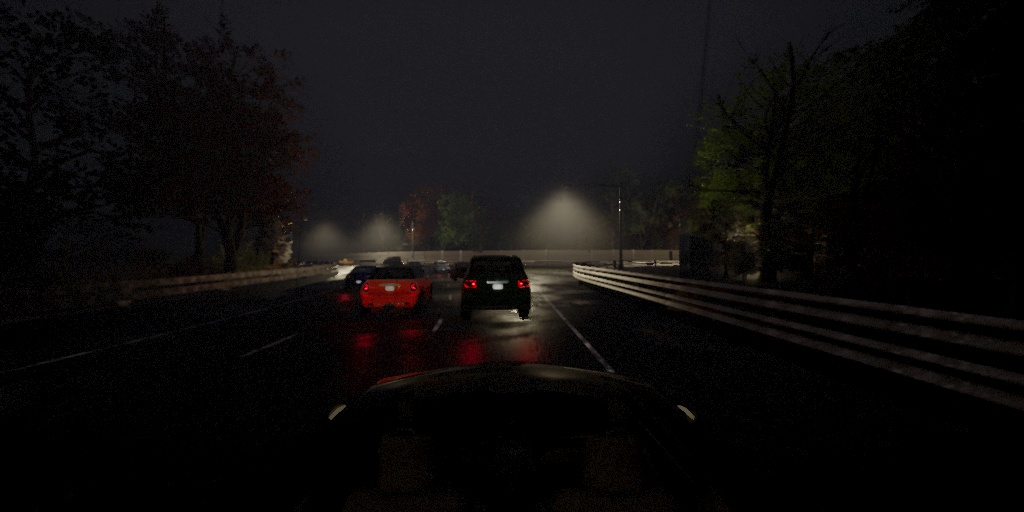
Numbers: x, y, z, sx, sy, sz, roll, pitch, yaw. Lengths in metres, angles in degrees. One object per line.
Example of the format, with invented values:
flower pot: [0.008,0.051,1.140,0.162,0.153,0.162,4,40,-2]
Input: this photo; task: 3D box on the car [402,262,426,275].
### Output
car: [-11.411,1.396,41.596,2.033,1.411,5.357,0,0,-22]

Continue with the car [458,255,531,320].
car: [-0.702,0.991,13.039,2.150,2.045,5.566,0,0,-6]

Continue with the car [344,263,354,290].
car: [-9.472,1.339,23.243,1.812,1.442,4.674,0,0,-12]

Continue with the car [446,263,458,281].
car: [-4.276,1.287,30.967,1.882,1.535,5.008,0,0,-15]

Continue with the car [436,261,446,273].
car: [-9.005,1.371,44.739,1.812,1.442,4.674,0,0,-22]

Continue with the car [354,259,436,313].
car: [-4.428,1.136,14.367,2.097,1.767,4.553,0,0,-7]
